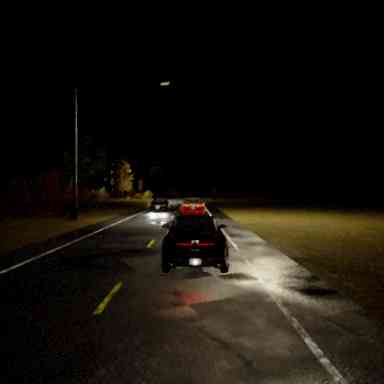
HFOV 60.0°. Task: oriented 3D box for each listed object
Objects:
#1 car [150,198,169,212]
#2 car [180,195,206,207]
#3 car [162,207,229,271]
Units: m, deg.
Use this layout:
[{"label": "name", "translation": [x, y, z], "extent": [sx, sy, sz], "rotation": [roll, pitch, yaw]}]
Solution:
[{"label": "car", "translation": [-3.592, 1.380, 37.261], "extent": [2.128, 1.511, 4.902], "rotation": [0, 0, 0]}, {"label": "car", "translation": [0.093, 1.268, 28.010], "extent": [2.097, 1.767, 4.553], "rotation": [0, 0, 0]}, {"label": "car", "translation": [0.090, 1.473, 10.730], "extent": [1.837, 1.490, 4.892], "rotation": [0, 0, 0]}]
